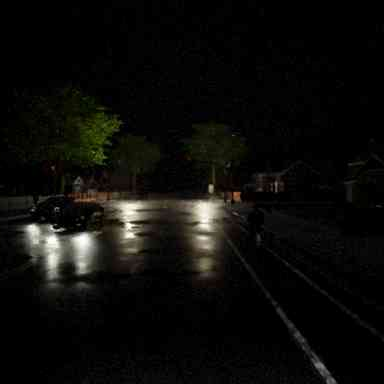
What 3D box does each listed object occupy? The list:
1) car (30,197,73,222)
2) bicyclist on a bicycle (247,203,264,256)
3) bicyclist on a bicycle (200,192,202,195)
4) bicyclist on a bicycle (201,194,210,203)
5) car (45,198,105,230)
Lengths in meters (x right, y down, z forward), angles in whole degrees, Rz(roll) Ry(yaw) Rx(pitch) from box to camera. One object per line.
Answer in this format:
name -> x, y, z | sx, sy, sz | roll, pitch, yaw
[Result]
car -> -9.852, 1.161, 24.223 | 2.097, 1.767, 4.553 | 0, 1, 0
bicyclist on a bicycle -> 2.247, 1.277, 11.843 | 0.659, 1.776, 1.843 | 0, 1, 0
bicyclist on a bicycle -> 2.222, 0.819, 78.881 | 0.582, 1.620, 1.656 | 0, 0, 0
bicyclist on a bicycle -> 2.227, 1.046, 49.535 | 0.866, 1.612, 1.509 | 0, 1, 0
car -> -6.606, 1.321, 19.864 | 1.882, 1.535, 5.008 | 0, 0, 0
